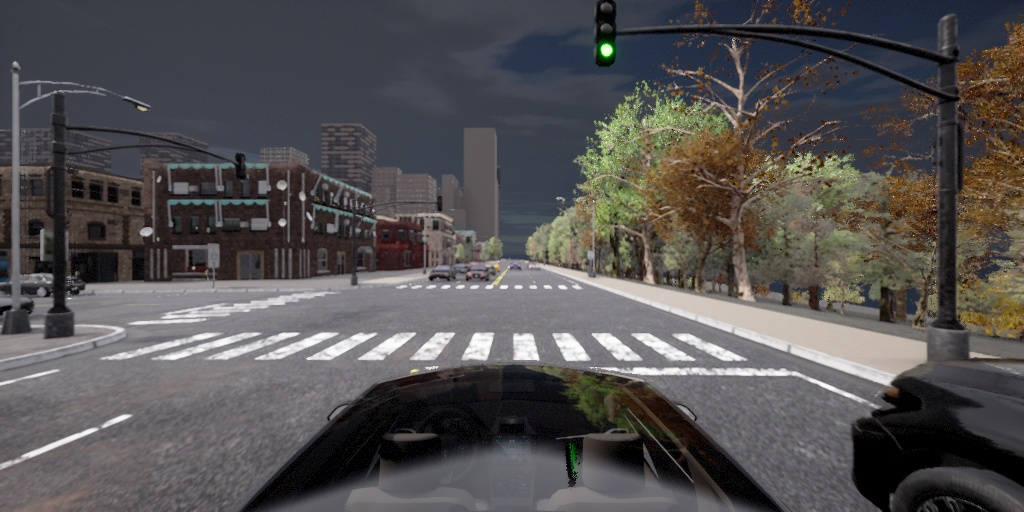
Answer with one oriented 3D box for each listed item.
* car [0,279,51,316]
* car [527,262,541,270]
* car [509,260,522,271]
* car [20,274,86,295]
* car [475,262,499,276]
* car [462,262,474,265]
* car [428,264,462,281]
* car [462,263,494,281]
[{"bbox_3d":[-19.848,1.654,12.712,4.313,1.339,1.948,0,0,1],"label":"car"},{"bbox_3d":[3.964,1.863,63.286,1.895,1.301,4.718,0,0,1],"label":"car"},{"bbox_3d":[0.606,1.784,62.935,1.812,1.442,4.674,0,0,1],"label":"car"},{"bbox_3d":[-28.095,1.721,21.308,4.403,1.370,2.007,0,0,1],"label":"car"},{"bbox_3d":[-2.939,1.652,42.399,1.994,1.385,4.181,0,0,1],"label":"car"},{"bbox_3d":[-6.186,1.658,43.268,1.994,1.385,4.181,0,0,1],"label":"car"},{"bbox_3d":[-6.293,1.560,33.291,2.033,1.411,5.357,0,0,1],"label":"car"},{"bbox_3d":[-3.047,1.573,32.828,1.994,1.385,4.181,0,0,1],"label":"car"}]
